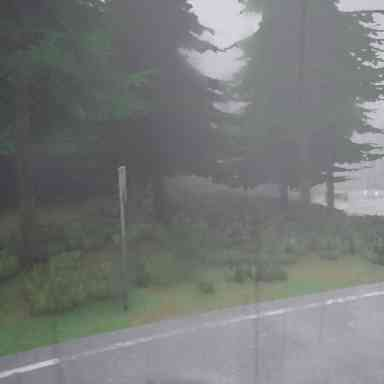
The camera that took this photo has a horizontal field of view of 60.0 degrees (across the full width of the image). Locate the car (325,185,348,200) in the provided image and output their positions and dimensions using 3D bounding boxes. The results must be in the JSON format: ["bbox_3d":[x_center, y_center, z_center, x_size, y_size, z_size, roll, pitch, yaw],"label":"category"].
[{"bbox_3d":[14.270,0.065,32.883,1.882,1.535,5.008,-1,2,27],"label":"car"}]

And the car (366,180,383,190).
[{"bbox_3d":[28.233,-1.119,50.529,5.008,1.535,1.882,-3,2,-38],"label":"car"}]
